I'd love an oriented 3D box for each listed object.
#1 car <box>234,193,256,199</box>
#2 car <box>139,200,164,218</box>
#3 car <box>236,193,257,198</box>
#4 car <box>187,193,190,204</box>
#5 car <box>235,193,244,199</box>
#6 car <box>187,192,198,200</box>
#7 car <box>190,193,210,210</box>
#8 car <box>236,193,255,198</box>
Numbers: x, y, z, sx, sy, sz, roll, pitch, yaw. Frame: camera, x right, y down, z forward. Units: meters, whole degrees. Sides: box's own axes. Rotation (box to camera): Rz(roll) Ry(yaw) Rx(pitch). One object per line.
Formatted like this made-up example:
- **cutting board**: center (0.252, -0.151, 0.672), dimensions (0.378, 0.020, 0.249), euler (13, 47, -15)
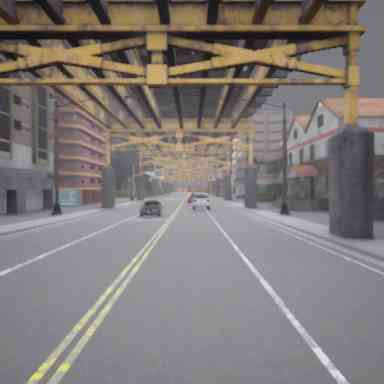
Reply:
- **car**: center (13.469, 0.975, 84.467), dimensions (4.974, 1.542, 2.038), euler (0, 1, 25)
- **car**: center (-3.637, 1.509, 30.509), dimensions (1.837, 1.490, 4.892), euler (0, 0, 0)
- **car**: center (13.197, 0.863, 80.325), dimensions (4.536, 1.218, 1.853), euler (0, 1, -20)
- **car**: center (0.125, 1.360, 60.418), dimensions (1.994, 1.385, 4.181), euler (0, 1, 0)
- **car**: center (13.149, 1.021, 80.308), dimensions (4.974, 1.542, 2.038), euler (0, 1, -20)
- **car**: center (0.087, 0.909, 76.437), dimensions (1.882, 1.535, 5.008), euler (0, 1, -10)
- **car**: center (1.166, 1.182, 42.516), dimensions (2.150, 2.045, 5.566), euler (0, 0, 0)
- **car**: center (13.516, 0.817, 84.444), dimensions (4.536, 1.218, 1.853), euler (0, 1, 25)
